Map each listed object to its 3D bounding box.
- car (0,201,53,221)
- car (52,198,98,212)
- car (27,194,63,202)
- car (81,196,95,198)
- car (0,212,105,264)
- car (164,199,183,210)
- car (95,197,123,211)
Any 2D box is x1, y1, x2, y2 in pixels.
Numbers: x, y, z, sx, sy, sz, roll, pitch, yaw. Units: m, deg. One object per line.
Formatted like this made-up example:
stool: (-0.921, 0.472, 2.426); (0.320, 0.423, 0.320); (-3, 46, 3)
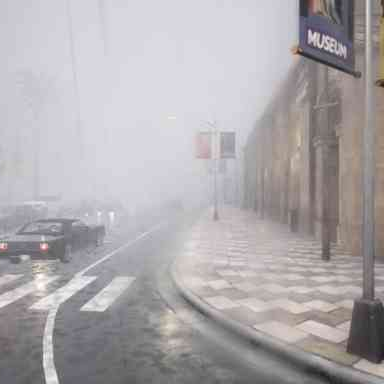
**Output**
car: (-11.173, 1.545, 20.815); (2.033, 1.411, 5.357); (0, 0, 4)
car: (-10.482, 1.522, 30.218); (1.812, 1.442, 4.674); (0, 0, 5)
car: (-13.919, 1.218, 31.227); (2.150, 2.045, 5.566); (0, 0, 4)
car: (-13.089, 1.348, 41.519); (2.097, 1.767, 4.553); (0, 0, 5)
car: (-4.673, 1.600, 11.842); (1.895, 1.301, 4.718); (0, 0, 4)
car: (-2.326, 1.600, 43.530); (1.895, 1.301, 4.718); (0, 0, 5)
car: (-9.692, 1.522, 40.076); (1.812, 1.442, 4.674); (0, 0, 5)
